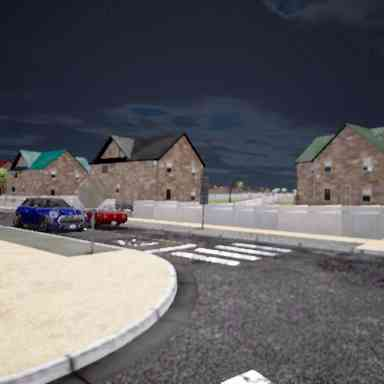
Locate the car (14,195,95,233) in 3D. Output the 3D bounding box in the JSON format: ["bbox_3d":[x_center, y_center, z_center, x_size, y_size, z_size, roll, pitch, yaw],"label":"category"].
[{"bbox_3d":[-7.489,1.080,17.595,4.553,1.767,2.097,1,-2,40],"label":"car"}]

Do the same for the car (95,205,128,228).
[{"bbox_3d":[-6.056,1.419,20.128,4.718,1.301,1.895,1,-2,40],"label":"car"}]
